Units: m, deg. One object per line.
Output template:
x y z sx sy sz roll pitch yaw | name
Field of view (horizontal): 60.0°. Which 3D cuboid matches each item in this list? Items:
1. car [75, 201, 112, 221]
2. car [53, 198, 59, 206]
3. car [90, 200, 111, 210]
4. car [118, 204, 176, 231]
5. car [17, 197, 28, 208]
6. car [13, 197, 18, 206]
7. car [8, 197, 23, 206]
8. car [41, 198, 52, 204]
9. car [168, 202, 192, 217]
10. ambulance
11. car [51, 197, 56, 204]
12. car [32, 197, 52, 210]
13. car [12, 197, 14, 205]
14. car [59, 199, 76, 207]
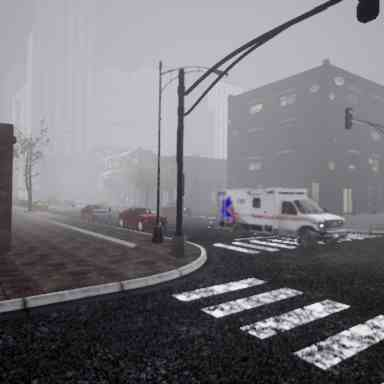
-8.269 1.726 28.383 1.802 1.307 4.206 1 -1 -35 | car
-27.905 2.300 71.664 1.802 1.307 4.206 1 -1 -35 | car
-14.404 2.032 52.300 1.752 1.417 4.829 1 -1 -35 | car
-3.142 1.612 20.985 1.887 1.381 4.507 1 -1 -35 | car
-28.672 2.009 58.047 1.887 1.381 4.507 1 -1 -35 | car
-31.643 2.078 62.347 1.947 1.339 4.313 1 -1 -35 | car
-37.944 1.927 71.445 2.192 1.841 5.009 1 -1 -35 | car
-37.455 2.397 85.448 1.752 1.417 4.829 1 -1 -35 | car
-1.794 1.755 34.208 1.967 1.590 4.097 1 -1 -35 | car
3.908 1.075 15.783 2.351 2.431 6.366 1 -1 -35 | ambulance
-34.206 2.134 80.763 2.192 1.841 5.009 1 -1 -35 | car
-22.316 1.888 48.781 1.752 1.417 4.829 1 -1 -35 | car
-34.794 2.128 66.895 1.947 1.339 4.313 1 -1 -35 | car
-24.754 2.108 67.117 1.967 1.590 4.097 1 -1 -35 | car
